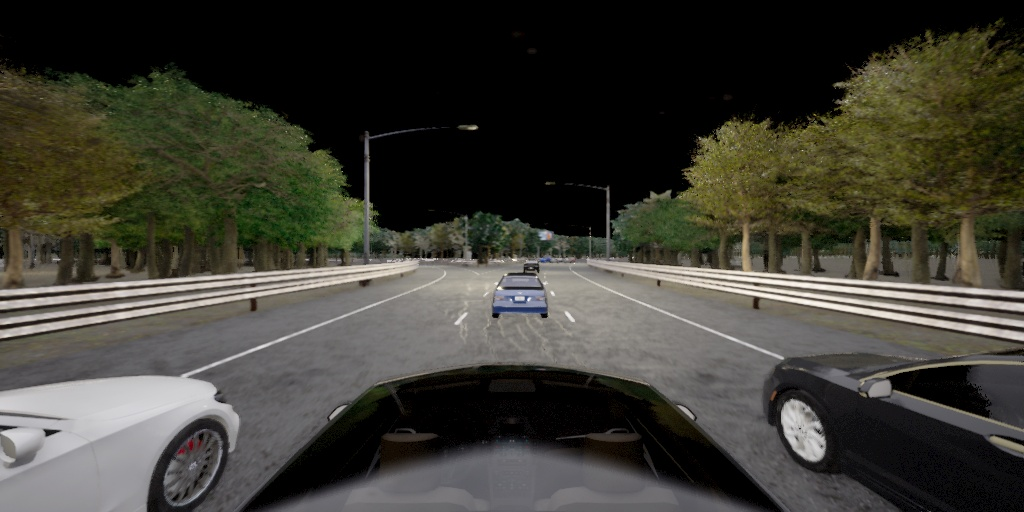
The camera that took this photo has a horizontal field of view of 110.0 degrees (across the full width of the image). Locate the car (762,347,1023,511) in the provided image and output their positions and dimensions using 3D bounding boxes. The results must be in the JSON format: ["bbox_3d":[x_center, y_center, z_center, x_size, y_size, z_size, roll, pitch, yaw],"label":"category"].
[{"bbox_3d":[3.631,1.259,1.908,1.837,1.490,4.892,0,0,0],"label":"car"}]

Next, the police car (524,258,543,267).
[{"bbox_3d":[2.475,1.179,44.124,1.930,1.638,5.238,0,0,6],"label":"police car"}]

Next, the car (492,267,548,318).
[{"bbox_3d":[0.306,1.298,13.067,2.033,1.411,5.357,0,0,2],"label":"car"}]

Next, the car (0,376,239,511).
[{"bbox_3d":[-3.370,1.272,1.261,1.812,1.442,4.674,0,0,0],"label":"car"}]
